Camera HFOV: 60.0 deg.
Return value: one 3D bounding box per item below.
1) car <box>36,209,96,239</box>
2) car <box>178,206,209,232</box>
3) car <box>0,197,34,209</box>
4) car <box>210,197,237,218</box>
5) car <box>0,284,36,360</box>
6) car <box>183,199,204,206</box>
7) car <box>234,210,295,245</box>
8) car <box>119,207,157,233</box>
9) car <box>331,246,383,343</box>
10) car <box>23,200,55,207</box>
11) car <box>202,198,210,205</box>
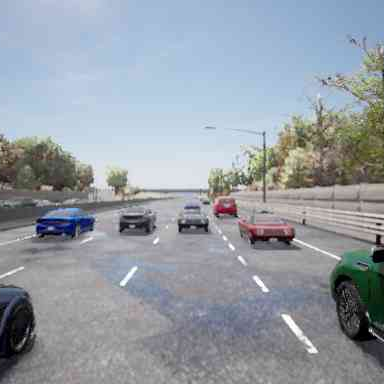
[{"bbox_3d":[-6.920,1.672,18.767,1.882,1.535,5.008,0,-1,0],"label":"car"},{"bbox_3d":[0.075,1.828,22.076,1.895,1.301,4.718,0,-1,0],"label":"car"},{"bbox_3d":[-21.146,1.646,40.556,2.150,2.045,5.566,0,-1,0],"label":"car"},{"bbox_3d":[3.458,1.588,35.297,2.150,2.045,5.566,0,-1,0],"label":"car"},{"bbox_3d":[-3.404,1.601,3.465,1.994,1.385,4.181,0,-1,0],"label":"car"},{"bbox_3d":[0.053,1.874,38.130,1.882,1.535,5.008,0,0,0],"label":"car"},{"bbox_3d":[3.482,1.769,16.439,1.895,1.301,4.718,0,-1,0],"label":"car"},{"bbox_3d":[-3.426,1.727,21.458,1.837,1.490,4.892,0,-1,0],"label":"car"},{"bbox_3d":[3.500,1.248,3.452,2.150,2.045,5.566,0,-1,0],"label":"car"},{"bbox_3d":[-17.647,1.964,39.905,2.033,1.411,5.357,0,-1,0],"label":"car"},{"bbox_3d":[3.399,2.498,81.936,1.895,1.301,4.718,0,-1,0],"label":"car"}]
